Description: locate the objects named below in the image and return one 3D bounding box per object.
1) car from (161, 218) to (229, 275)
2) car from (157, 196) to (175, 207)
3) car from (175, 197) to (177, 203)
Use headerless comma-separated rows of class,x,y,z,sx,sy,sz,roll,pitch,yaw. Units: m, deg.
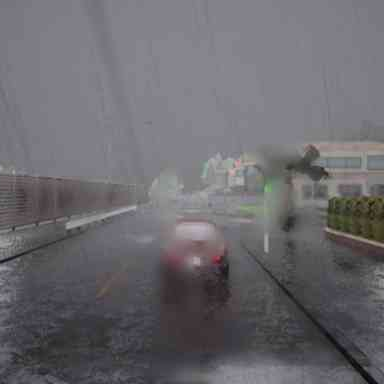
car,0.081,1.522,10.364,1.812,1.442,4.674,0,0,0
car,-4.087,1.473,49.690,2.128,1.511,4.902,0,0,0
car,-4.026,1.479,66.064,1.837,1.490,4.892,0,0,0
